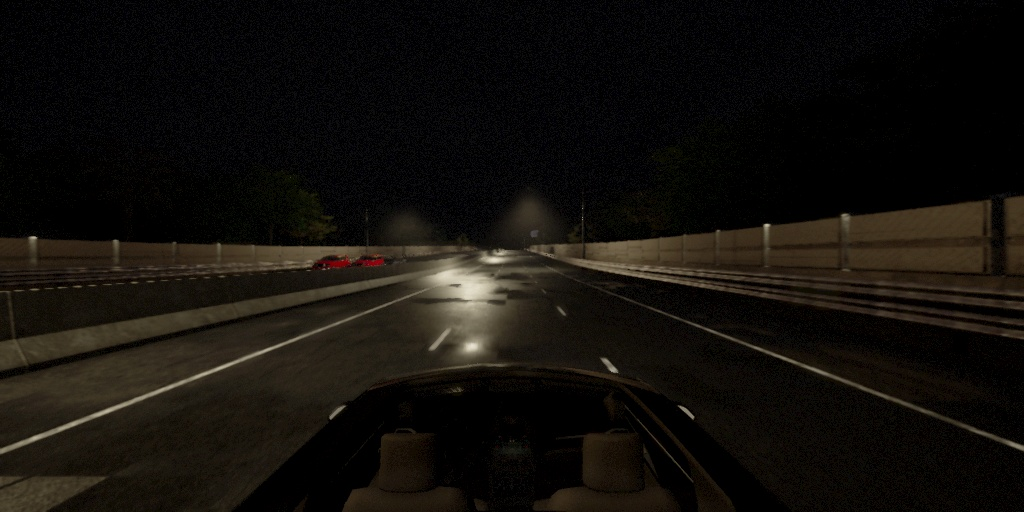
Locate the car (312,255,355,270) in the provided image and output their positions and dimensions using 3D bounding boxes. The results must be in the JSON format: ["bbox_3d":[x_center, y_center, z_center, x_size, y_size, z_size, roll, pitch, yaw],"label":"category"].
[{"bbox_3d":[-20.915,0.923,41.767,2.150,2.045,5.566,0,1,1],"label":"car"}]

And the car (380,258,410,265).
[{"bbox_3d":[-13.894,1.150,44.013,2.128,1.511,4.902,0,1,1],"label":"car"}]

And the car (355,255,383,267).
[{"bbox_3d":[-17.396,0.887,43.659,2.150,2.045,5.566,0,1,1],"label":"car"}]
